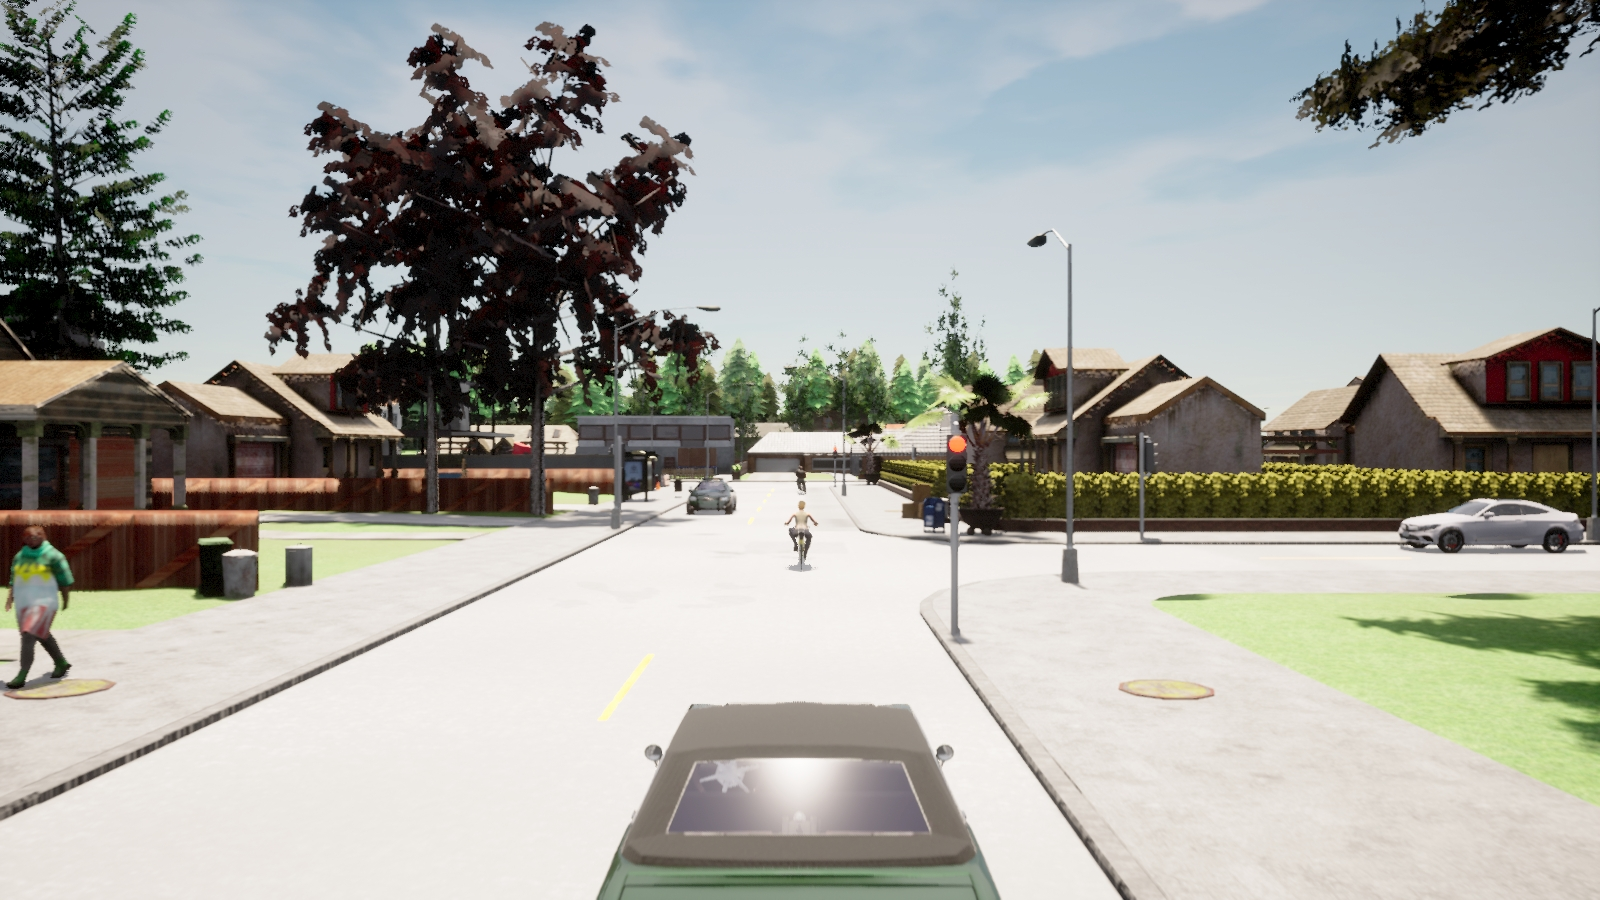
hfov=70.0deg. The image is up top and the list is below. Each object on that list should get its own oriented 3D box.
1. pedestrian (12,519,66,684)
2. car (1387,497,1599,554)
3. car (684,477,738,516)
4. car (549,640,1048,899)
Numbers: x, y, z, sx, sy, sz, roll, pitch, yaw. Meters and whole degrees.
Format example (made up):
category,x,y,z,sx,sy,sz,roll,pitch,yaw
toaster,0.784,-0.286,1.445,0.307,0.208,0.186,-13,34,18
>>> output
category,x,y,z,sx,sy,sz,roll,pitch,yaw
pedestrian,-8.804,1.736,13.229,0.375,1.860,0.375,0,0,1
car,19.179,2.081,31.782,4.674,1.442,2.002,0,0,0
car,-3.922,2.038,51.125,2.038,1.542,4.974,0,0,0
car,-0.005,2.155,6.695,1.895,1.301,4.718,0,0,0
